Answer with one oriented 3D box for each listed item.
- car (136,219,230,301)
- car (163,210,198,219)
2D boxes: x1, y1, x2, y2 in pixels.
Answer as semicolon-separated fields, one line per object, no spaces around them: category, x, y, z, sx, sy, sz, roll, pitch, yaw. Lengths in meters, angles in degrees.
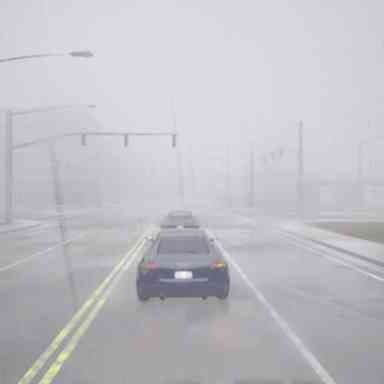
car;-0.249;1.610;8.499;1.994;1.385;4.181;0;-1;-2
car;-0.623;1.662;17.691;1.994;1.385;4.181;0;0;-2
